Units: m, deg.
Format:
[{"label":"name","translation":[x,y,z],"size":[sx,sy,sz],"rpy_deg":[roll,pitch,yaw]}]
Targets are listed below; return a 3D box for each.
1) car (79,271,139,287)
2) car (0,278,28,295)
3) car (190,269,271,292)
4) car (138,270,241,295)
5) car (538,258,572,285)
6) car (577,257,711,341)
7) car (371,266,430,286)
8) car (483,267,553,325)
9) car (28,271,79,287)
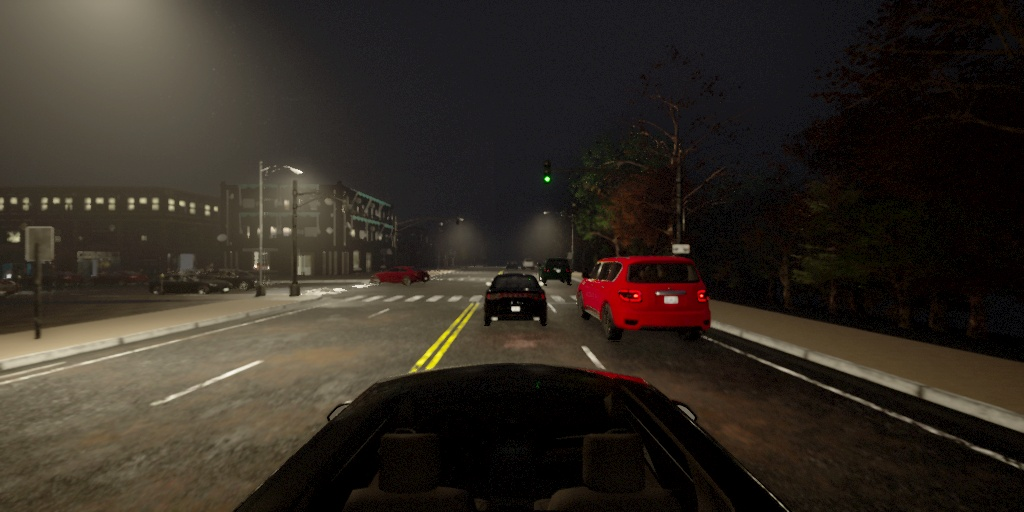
[{"label":"car","translation":[-33.812,1.906,30.834],"size":[4.207,1.307,1.802],"rpy_deg":[0,0,0]},{"label":"car","translation":[-33.822,1.775,22.453],"size":[4.097,1.591,1.967],"rpy_deg":[0,0,0]},{"label":"car","translation":[-19.541,1.672,25.022],"size":[4.892,1.490,1.837],"rpy_deg":[0,0,-1]},{"label":"car","translation":[-19.945,1.743,22.314],"size":[4.313,1.339,1.948],"rpy_deg":[0,0,0]},{"label":"car","translation":[3.354,1.200,28.675],"size":[2.150,2.045,5.566],"rpy_deg":[0,-1,0]},{"label":"car","translation":[3.361,1.045,10.259],"size":[2.150,2.045,5.566],"rpy_deg":[0,-1,0]},{"label":"car","translation":[-8.503,1.505,27.285],"size":[4.674,1.442,1.812],"rpy_deg":[-1,-1,21]},{"label":"car","translation":[0.102,1.318,12.294],"size":[1.882,1.535,5.008],"rpy_deg":[0,-1,0]},{"label":"car","translation":[-39.346,1.968,30.842],"size":[4.207,1.307,1.802],"rpy_deg":[0,0,0]}]
